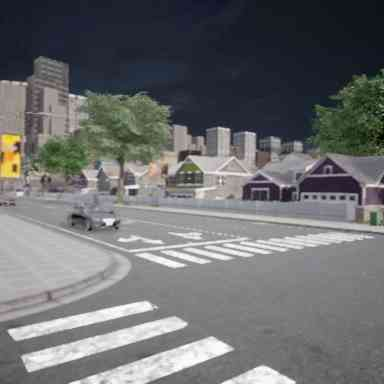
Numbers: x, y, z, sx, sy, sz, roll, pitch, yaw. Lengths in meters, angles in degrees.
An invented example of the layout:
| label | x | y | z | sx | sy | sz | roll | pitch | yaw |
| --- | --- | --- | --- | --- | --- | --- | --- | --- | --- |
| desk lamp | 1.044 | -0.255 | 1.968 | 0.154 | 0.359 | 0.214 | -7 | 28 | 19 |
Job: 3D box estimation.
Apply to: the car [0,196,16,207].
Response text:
| label | x | y | z | sx | sy | sz | roll | pitch | yaw |
| --- | --- | --- | --- | --- | --- | --- | --- | --- | --- |
| car | -25.428 | 1.232 | 45.384 | 2.033 | 1.411 | 5.357 | 1 | 0 | -37 |

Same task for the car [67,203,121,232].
| label | x | y | z | sx | sy | sz | roll | pitch | yaw |
| --- | --- | --- | --- | --- | --- | --- | --- | --- | --- |
| car | -5.903 | 1.418 | 19.798 | 2.128 | 1.511 | 4.902 | 1 | 0 | -37 |
